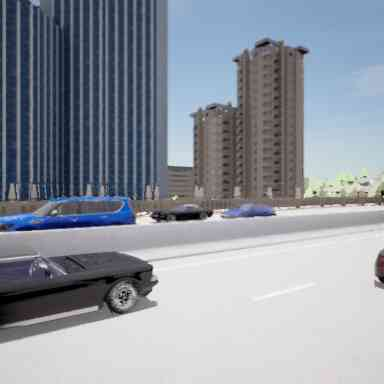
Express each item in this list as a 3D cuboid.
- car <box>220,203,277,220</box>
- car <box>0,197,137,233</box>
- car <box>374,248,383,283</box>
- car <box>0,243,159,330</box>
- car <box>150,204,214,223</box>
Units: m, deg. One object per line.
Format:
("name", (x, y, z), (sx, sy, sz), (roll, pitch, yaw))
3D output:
("car", (4.179, 1.525, 24.169), (4.674, 1.442, 1.812), (0, 0, -35))
("car", (-4.932, 1.221, 13.372), (5.566, 2.045, 2.150), (0, 0, -36))
("car", (6.424, 1.564, 8.329), (4.181, 1.385, 1.994), (0, 0, -36))
("car", (-2.996, 1.601, 5.910), (4.718, 1.301, 1.895), (0, 0, -36))
("car", (-0.713, 1.600, 24.981), (4.718, 1.301, 1.895), (0, 0, -35))
